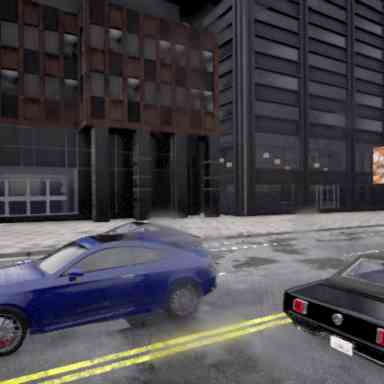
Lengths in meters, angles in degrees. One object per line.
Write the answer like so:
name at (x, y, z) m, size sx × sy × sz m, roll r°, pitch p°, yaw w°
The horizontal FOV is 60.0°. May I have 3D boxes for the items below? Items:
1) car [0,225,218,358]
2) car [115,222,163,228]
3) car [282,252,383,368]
car at (-1.709, 1.543, 6.045) m, size 4.674 × 1.442 × 1.812 m, roll 0°, pitch 0°, yaw -30°
car at (-1.657, 1.594, 9.832) m, size 4.181 × 1.385 × 1.994 m, roll 0°, pitch 0°, yaw -30°
car at (3.775, 1.625, 5.235) m, size 4.718 × 1.301 × 1.895 m, roll 0°, pitch 0°, yaw -30°
